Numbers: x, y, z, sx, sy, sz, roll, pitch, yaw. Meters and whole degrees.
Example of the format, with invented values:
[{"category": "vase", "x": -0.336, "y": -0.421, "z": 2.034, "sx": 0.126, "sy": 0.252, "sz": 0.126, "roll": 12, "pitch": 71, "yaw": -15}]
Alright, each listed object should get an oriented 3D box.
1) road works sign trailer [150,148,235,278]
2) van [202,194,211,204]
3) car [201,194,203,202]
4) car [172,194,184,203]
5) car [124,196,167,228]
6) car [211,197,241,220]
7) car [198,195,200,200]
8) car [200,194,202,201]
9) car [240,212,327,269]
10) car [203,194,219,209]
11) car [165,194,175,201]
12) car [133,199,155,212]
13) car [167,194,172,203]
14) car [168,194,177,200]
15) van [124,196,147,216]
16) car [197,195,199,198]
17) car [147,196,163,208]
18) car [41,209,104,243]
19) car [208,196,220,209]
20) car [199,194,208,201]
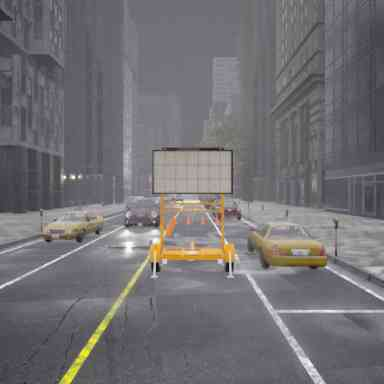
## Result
[{"category": "road works sign trailer", "x": 0.016, "y": 0.461, "z": 10.109, "sx": 2.380, "sy": 3.560, "sz": 2.880, "roll": 0, "pitch": 0, "yaw": 0}, {"category": "van", "x": 2.974, "y": 1.391, "z": 67.186, "sx": 1.690, "sy": 1.788, "sz": 3.998, "roll": 0, "pitch": 0, "yaw": 0}, {"category": "car", "x": 2.945, "y": 1.333, "z": 50.267, "sx": 2.192, "sy": 1.841, "sz": 5.009, "roll": 0, "pitch": 0, "yaw": 0}, {"category": "car", "x": -2.873, "y": 1.568, "z": 73.522, "sx": 1.837, "sy": 1.490, "sz": 4.892, "roll": 0, "pitch": 0, "yaw": 0}, {"category": "car", "x": -3.064, "y": 1.342, "z": 21.918, "sx": 2.097, "sy": 1.767, "sz": 4.553, "roll": 0, "pitch": 0, "yaw": 0}, {"category": "car", "x": 2.906, "y": 1.431, "z": 27.710, "sx": 1.967, "sy": 1.590, "sz": 4.097, "roll": 0, "pitch": 0, "yaw": 0}, {"category": "car", "x": 2.993, "y": 1.659, "z": 78.465, "sx": 1.802, "sy": 1.307, "sz": 4.206, "roll": 0, "pitch": 0, "yaw": 0}, {"category": "car", "x": 2.964, "y": 1.480, "z": 61.546, "sx": 1.967, "sy": 1.590, "sz": 4.097, "roll": 0, "pitch": 0, "yaw": 0}, {"category": "car", "x": 2.884, "y": 1.521, "z": 10.994, "sx": 1.752, "sy": 1.417, "sz": 4.829, "roll": 0, "pitch": 0, "yaw": 1}, {"category": "car", "x": 2.935, "y": 1.323, "z": 44.628, "sx": 2.192, "sy": 1.841, "sz": 5.009, "roll": 0, "pitch": 0, "yaw": 0}, {"category": "car", "x": -5.523, "y": 1.412, "z": 84.128, "sx": 2.192, "sy": 1.841, "sz": 5.009, "roll": 0, "pitch": 0, "yaw": 0}, {"category": "car", "x": -5.600, "y": 1.565, "z": 39.017, "sx": 1.947, "sy": 1.339, "sz": 4.313, "roll": 0, "pitch": 0, "yaw": 0}, {"category": "car", "x": -5.551, "y": 1.632, "z": 67.213, "sx": 1.802, "sy": 1.307, "sz": 4.206, "roll": 0, "pitch": 0, "yaw": 0}, {"category": "car", "x": -5.504, "y": 1.457, "z": 95.407, "sx": 2.192, "sy": 1.841, "sz": 5.009, "roll": 0, "pitch": 0, "yaw": 0}, {"category": "van", "x": -5.609, "y": 1.335, "z": 33.379, "sx": 1.690, "sy": 1.788, "sz": 3.998, "roll": 0, "pitch": 0, "yaw": 0}, {"category": "car", "x": 3.002, "y": 1.663, "z": 84.103, "sx": 1.947, "sy": 1.339, "sz": 4.313, "roll": 0, "pitch": 0, "yaw": 0}, {"category": "car", "x": -5.581, "y": 1.458, "z": 50.296, "sx": 1.967, "sy": 1.590, "sz": 4.097, "roll": 0, "pitch": 0, "yaw": 0}, {"category": "car", "x": -5.640, "y": 1.519, "z": 16.254, "sx": 1.752, "sy": 1.417, "sz": 4.829, "roll": 0, "pitch": 0, "yaw": 1}, {"category": "car", "x": 2.916, "y": 1.434, "z": 33.348, "sx": 1.967, "sy": 1.590, "sz": 4.097, "roll": 0, "pitch": 0, "yaw": 0}, {"category": "car", "x": 3.012, "y": 1.435, "z": 89.744, "sx": 2.192, "sy": 1.841, "sz": 5.009, "roll": 0, "pitch": 0, "yaw": 0}]
